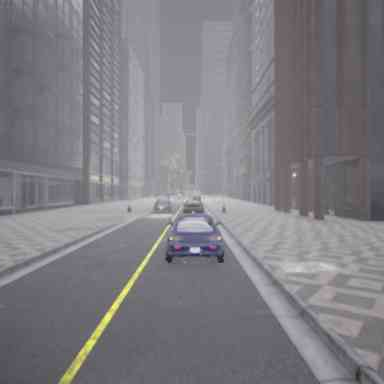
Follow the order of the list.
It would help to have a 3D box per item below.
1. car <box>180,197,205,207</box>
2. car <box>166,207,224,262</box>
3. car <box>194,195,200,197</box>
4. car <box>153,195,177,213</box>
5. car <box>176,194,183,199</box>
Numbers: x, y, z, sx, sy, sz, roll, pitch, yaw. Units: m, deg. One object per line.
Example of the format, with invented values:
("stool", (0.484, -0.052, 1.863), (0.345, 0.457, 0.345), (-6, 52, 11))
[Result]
("car", (0.108, 1.440, 30.031), (1.837, 1.490, 4.892), (0, 0, 0))
("car", (0.098, 1.499, 11.939), (1.812, 1.442, 4.674), (0, 0, 0))
("car", (1.078, 1.373, 71.951), (1.812, 1.442, 4.674), (0, 0, 0))
("car", (-3.079, 1.414, 35.783), (2.128, 1.511, 4.902), (0, 0, 0))
("car", (-2.970, 1.206, 77.823), (1.812, 1.442, 4.674), (0, 0, 0))
